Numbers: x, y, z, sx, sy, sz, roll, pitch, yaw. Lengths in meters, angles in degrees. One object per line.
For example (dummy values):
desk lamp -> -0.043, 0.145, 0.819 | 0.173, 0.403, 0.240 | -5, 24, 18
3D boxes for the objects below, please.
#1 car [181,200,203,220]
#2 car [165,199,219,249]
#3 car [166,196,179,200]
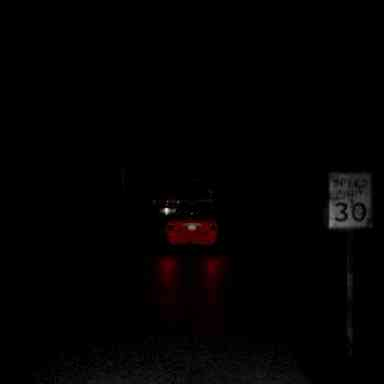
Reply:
car -> 0.000, 1.507, 29.646 | 1.837, 1.490, 4.892 | 0, 0, 0
car -> 0.000, 1.360, 14.614 | 2.097, 1.767, 4.553 | 0, 0, 0
car -> -2.750, 1.391, 48.677 | 2.097, 1.767, 4.553 | 0, 0, 0
